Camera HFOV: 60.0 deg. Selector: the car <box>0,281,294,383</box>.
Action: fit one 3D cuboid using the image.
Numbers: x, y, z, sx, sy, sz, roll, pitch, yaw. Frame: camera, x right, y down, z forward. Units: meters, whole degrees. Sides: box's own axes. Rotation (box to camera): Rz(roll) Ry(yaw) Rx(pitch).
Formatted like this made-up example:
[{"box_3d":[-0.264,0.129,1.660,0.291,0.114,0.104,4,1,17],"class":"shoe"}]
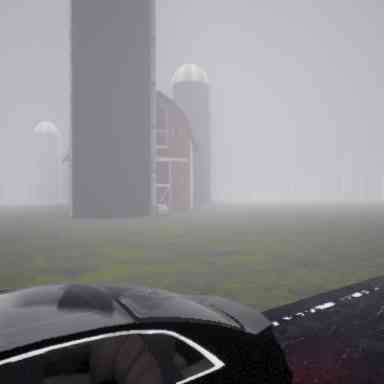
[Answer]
[{"box_3d":[-1.423,1.506,2.053,4.892,1.490,1.837,0,0,-35],"class":"car"}]
